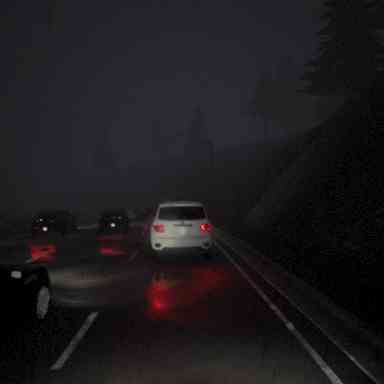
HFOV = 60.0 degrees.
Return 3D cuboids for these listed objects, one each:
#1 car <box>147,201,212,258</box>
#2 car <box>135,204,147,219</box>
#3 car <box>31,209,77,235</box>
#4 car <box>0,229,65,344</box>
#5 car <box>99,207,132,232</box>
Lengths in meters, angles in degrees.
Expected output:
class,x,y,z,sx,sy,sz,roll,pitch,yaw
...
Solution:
class,x,y,z,sx,sy,sz,roll,pitch,yaw
car,-0.501,1.363,13.538,2.150,2.045,5.566,0,0,-4
car,-4.537,1.899,33.388,1.812,1.442,4.674,0,-1,-19
car,-8.358,1.786,20.451,1.837,1.490,4.892,0,-1,-9
car,-3.545,1.554,4.292,1.882,1.535,5.008,0,-1,-1
car,-5.168,1.775,22.338,1.837,1.490,4.892,0,-1,-10
